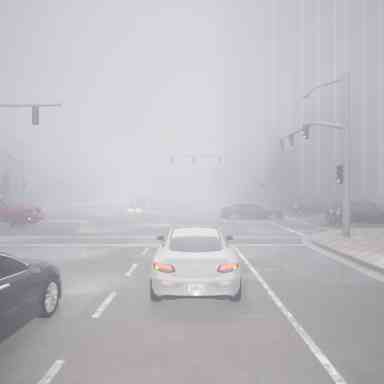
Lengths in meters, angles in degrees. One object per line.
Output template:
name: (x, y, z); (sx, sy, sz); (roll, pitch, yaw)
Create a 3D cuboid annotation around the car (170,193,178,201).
car: (-4.752, 1.225, 85.440); (2.150, 2.045, 5.566); (0, 0, -1)

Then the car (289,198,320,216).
car: (11.770, 1.352, 32.461); (4.553, 1.767, 2.097); (0, 0, 0)

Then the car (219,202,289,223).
car: (4.488, 1.505, 25.206); (4.892, 1.490, 1.837); (0, 0, 0)

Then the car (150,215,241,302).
car: (0.077, 1.526, 8.166); (1.812, 1.442, 4.674); (0, 0, 0)

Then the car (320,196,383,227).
car: (11.204, 1.352, 21.756); (4.553, 1.767, 2.097); (0, 0, 0)

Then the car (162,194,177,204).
car: (-4.313, 1.525, 61.292); (1.812, 1.442, 4.674); (0, 0, -1)

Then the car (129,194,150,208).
car: (-7.823, 1.491, 47.927); (2.128, 1.511, 4.902); (0, 0, -1)

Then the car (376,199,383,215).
car: (20.995, 1.478, 32.527); (5.008, 1.535, 1.882); (0, 0, 0)

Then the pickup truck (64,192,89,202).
pickup truck: (-24.662, 1.059, 70.217); (2.390, 2.098, 6.274); (0, 0, 30)

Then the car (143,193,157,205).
car: (-7.946, 1.221, 57.819); (2.150, 2.045, 5.566); (0, 0, -1)

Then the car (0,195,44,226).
car: (-12.627, 1.223, 21.577); (5.566, 2.045, 2.150); (0, 0, 0)

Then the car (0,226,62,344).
car: (-3.436, 1.505, 4.516); (1.837, 1.490, 4.892); (0, 0, 0)
